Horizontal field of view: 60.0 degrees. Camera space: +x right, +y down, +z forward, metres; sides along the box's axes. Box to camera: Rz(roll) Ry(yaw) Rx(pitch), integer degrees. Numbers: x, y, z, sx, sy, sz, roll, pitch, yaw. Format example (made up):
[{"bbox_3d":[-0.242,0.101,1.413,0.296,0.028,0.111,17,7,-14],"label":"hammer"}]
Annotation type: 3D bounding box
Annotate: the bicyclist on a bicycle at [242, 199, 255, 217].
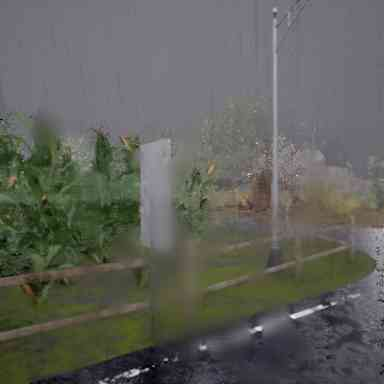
[{"bbox_3d":[5.294,1.498,30.930,1.656,1.620,0.582,-1,0,-35],"label":"bicyclist on a bicycle"}]
